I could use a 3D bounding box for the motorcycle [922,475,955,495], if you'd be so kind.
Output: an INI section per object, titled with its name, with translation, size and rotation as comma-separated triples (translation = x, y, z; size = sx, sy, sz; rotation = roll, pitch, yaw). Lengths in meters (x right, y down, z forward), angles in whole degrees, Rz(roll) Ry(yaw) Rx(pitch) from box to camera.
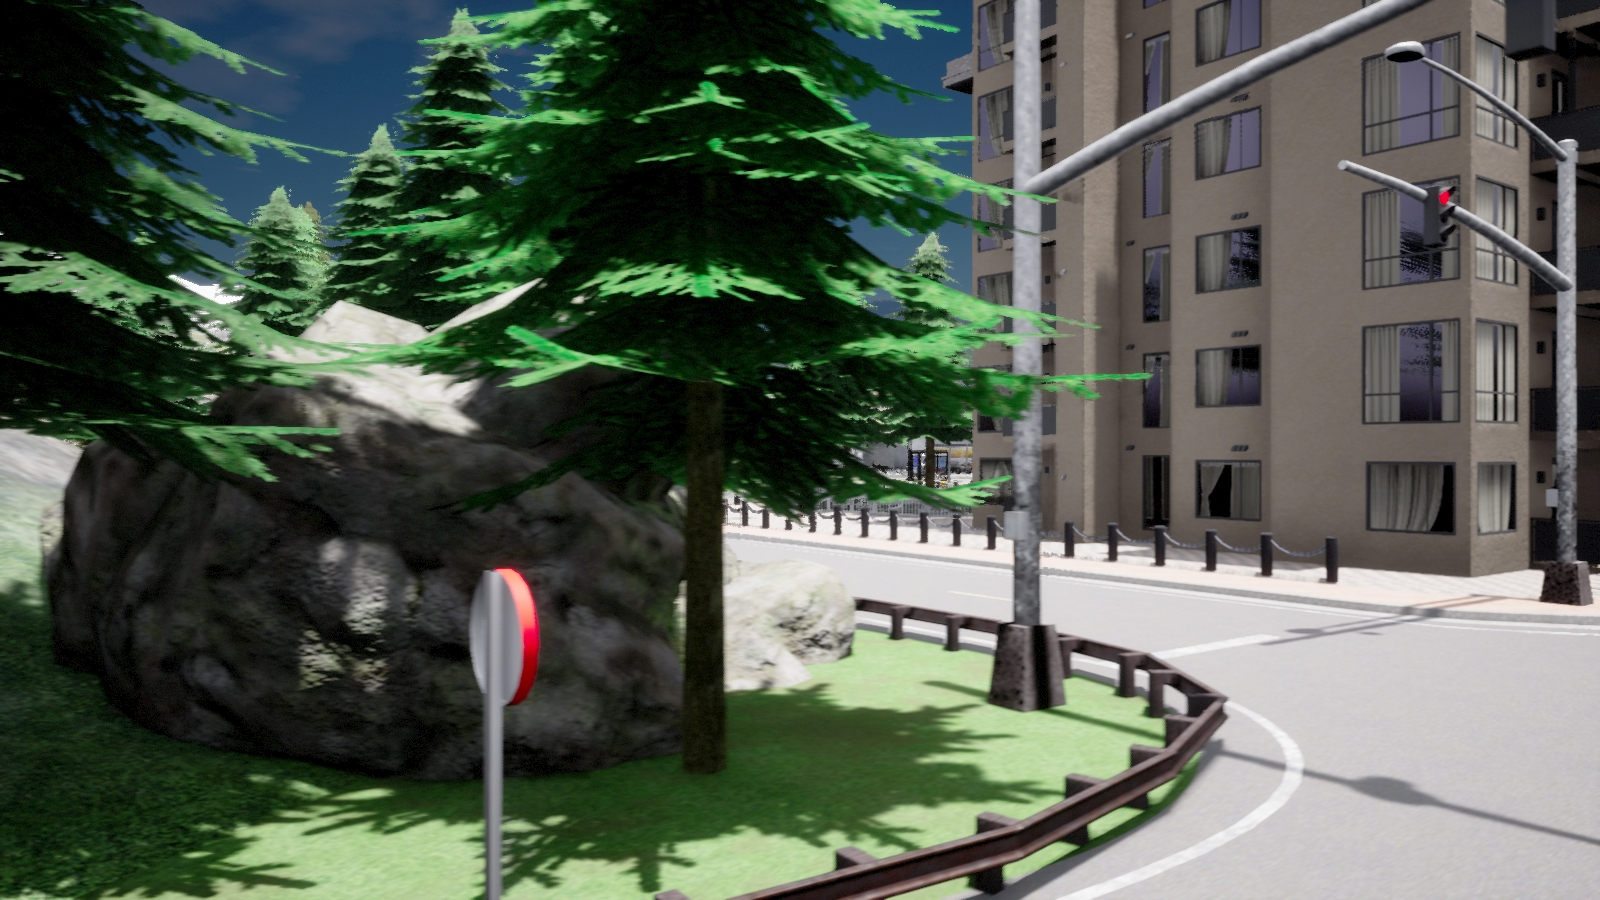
[motorcycle]
translation = 8.707, 2.194, 71.739
size = 2.033, 1.217, 0.803
rotation = -1, 0, -36
